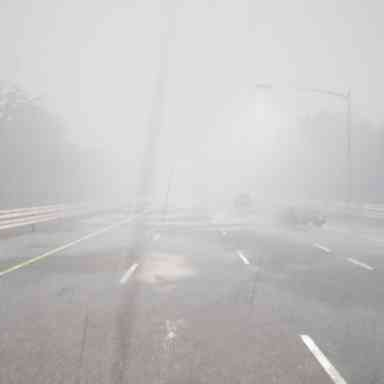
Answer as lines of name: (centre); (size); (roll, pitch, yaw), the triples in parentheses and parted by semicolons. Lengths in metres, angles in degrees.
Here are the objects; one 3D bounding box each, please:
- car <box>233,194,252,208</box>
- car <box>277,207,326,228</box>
car: (7.075, 1.239, 47.052); (2.150, 2.045, 5.566); (0, 0, 0)
car: (7.024, 1.601, 21.958); (1.895, 1.301, 4.718); (0, 0, 0)
